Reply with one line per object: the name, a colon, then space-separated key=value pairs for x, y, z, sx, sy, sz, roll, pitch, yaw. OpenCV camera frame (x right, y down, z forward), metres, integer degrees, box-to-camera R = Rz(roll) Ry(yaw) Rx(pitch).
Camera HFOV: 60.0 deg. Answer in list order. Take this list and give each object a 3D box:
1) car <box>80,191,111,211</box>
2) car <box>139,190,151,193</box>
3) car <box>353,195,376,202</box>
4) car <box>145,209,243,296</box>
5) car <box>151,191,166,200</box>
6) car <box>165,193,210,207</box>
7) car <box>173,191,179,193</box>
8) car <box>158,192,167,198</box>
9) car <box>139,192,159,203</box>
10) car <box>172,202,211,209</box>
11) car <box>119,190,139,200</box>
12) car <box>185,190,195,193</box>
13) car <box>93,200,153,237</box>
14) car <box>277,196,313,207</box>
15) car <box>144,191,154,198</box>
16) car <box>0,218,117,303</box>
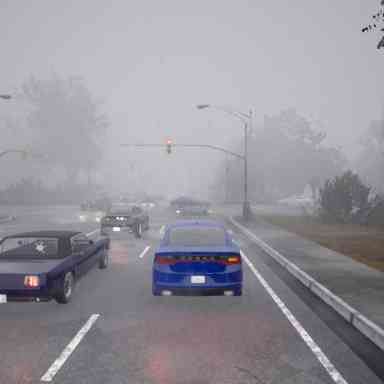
car: x=-10.548 y=0.948 z=36.842 sx=2.150 sy=2.045 sz=5.566 roll=0 pitch=0 yaw=0
car: x=-10.436 y=0.652 z=68.998 sx=2.150 sy=2.045 sz=5.566 roll=0 pitch=1 yaw=0
car: x=23.496 y=1.174 z=43.415 sx=4.892 sy=1.490 sz=1.837 roll=0 pitch=1 yaw=-3
car: x=0.113 y=1.446 z=8.617 sx=1.882 sy=1.535 sz=5.008 roll=0 pitch=0 yaw=0
car: x=-6.936 y=0.904 z=69.025 sx=1.882 sy=1.535 sz=5.008 roll=0 pitch=1 yaw=0
car: x=-0.169 y=1.198 z=37.503 sx=5.008 sy=1.535 sz=1.882 roll=0 pitch=2 yaw=35
car: x=-3.851 y=0.737 z=85.355 sx=2.033 sy=1.411 sz=5.357 roll=0 pitch=1 yaw=-4
car: x=-7.216 y=0.806 z=82.148 sx=1.994 sy=1.385 sz=4.181 roll=0 pitch=1 yaw=-2
car: x=-7.016 y=1.134 z=54.779 sx=1.994 sy=1.385 sz=4.181 roll=0 pitch=1 yaw=1
car: x=0.124 y=1.458 z=17.599 sx=1.994 sy=1.385 sz=4.181 roll=0 pitch=0 yaw=0
car: x=-10.517 y=0.922 z=54.761 sx=2.097 sy=1.767 sz=4.553 roll=0 pitch=0 yaw=0
car: x=-0.354 y=0.419 z=85.490 sx=2.150 sy=2.045 sz=5.566 roll=0 pitch=1 yaw=-4
car: x=-3.376 y=1.402 z=17.322 sx=1.837 sy=1.490 sz=4.892 roll=0 pitch=0 yaw=0
car: x=13.283 y=1.200 z=42.851 sx=4.674 sy=1.442 sz=1.812 roll=0 pitch=1 yaw=-3
car: x=-10.792 y=0.580 z=83.952 sx=2.097 sy=1.767 sz=4.553 roll=0 pitch=1 yaw=-2
car: x=-3.388 y=1.573 z=8.070 sx=1.895 sy=1.301 sz=4.718 roll=0 pitch=0 yaw=0
